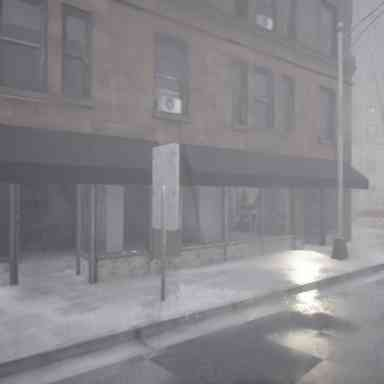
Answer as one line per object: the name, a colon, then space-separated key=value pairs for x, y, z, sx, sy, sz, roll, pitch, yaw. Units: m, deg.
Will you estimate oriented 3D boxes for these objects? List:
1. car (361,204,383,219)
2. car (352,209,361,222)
car: x=16.581 y=1.741 z=29.284 sx=1.802 sy=1.307 sz=4.206 roll=-1 pitch=0 yaw=-35
car: x=9.637 y=1.701 z=24.339 sx=1.802 sy=1.307 sz=4.206 roll=0 pitch=0 yaw=-35
